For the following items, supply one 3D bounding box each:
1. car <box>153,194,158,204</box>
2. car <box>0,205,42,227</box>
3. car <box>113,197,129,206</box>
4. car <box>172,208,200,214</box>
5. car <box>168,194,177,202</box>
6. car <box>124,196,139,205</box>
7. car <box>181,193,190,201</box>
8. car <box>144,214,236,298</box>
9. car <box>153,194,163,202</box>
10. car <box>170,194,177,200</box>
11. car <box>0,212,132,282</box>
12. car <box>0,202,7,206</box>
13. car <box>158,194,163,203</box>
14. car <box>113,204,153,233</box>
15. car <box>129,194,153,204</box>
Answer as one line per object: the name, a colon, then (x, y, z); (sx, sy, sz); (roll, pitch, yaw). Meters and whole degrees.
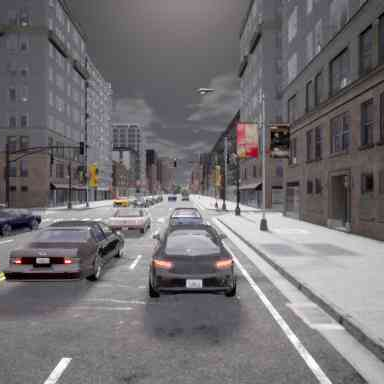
car: (-7.738, 1.511, 59.391); (2.128, 1.511, 4.902); (0, 0, -1)
car: (-10.078, 1.604, 18.074); (1.895, 1.301, 4.718); (0, 0, 0)
car: (-10.851, 1.495, 51.511); (1.882, 1.535, 5.008); (0, 0, -1)
car: (-0.331, 1.551, 18.031); (2.033, 1.411, 5.357); (0, 0, -1)
car: (-4.833, 1.494, 80.301); (1.882, 1.535, 5.008); (0, 0, -1)
car: (-11.001, 1.545, 60.733); (1.812, 1.442, 4.674); (0, 0, -1)
car: (-1.592, 1.612, 80.813); (1.895, 1.301, 4.718); (0, 0, -1)
car: (-0.037, 1.527, 8.444); (1.812, 1.442, 4.674); (0, 0, -2)
car: (-8.068, 1.362, 79.492); (2.097, 1.767, 4.553); (0, 0, -1)
car: (-5.043, 1.388, 90.719); (1.837, 1.490, 4.892); (0, 0, -1)
car: (-3.313, 1.548, 9.783); (2.033, 1.411, 5.357); (0, 0, -1)
car: (-20.191, 1.552, 33.492); (4.181, 1.385, 1.994); (0, 0, -1)
car: (-7.863, 1.546, 69.261); (2.128, 1.511, 4.902); (0, 0, -1)
car: (-3.510, 1.605, 19.448); (1.895, 1.301, 4.718); (0, 0, -1)
car: (-7.568, 1.508, 50.038); (2.128, 1.511, 4.902); (0, 0, -1)
